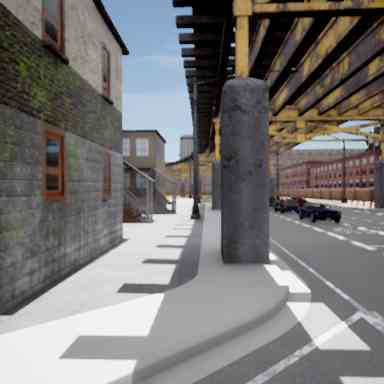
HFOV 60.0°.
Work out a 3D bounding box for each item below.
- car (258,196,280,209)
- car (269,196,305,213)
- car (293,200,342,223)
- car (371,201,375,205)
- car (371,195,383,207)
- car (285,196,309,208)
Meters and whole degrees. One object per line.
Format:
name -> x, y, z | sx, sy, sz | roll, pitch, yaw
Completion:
car -> 10.063, 1.302, 43.765 | 1.837, 1.490, 4.892 | 0, 0, 2
car -> 9.657, 1.381, 34.071 | 2.033, 1.411, 5.357 | 0, 0, 3
car -> 9.200, 1.470, 24.363 | 1.895, 1.301, 4.718 | 0, 0, 3
car -> 25.937, 1.015, 42.791 | 4.536, 1.218, 1.853 | 0, 0, 33
car -> 25.893, 1.172, 42.819 | 4.974, 1.542, 2.038 | 0, 0, 33
car -> 13.805, 1.303, 43.967 | 1.812, 1.442, 4.674 | 0, 0, 3
